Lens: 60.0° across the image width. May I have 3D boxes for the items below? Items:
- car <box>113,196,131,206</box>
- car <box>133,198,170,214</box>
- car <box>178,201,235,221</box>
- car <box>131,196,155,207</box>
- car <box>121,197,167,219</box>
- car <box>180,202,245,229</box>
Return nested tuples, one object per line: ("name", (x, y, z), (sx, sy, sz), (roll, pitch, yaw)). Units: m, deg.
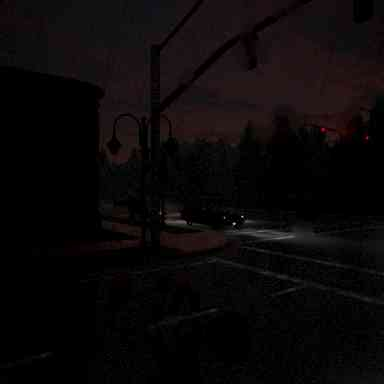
("car", (-10.561, 1.352, 51.316), (2.097, 1.767, 4.553), (0, 0, -35))
("car", (-4.532, 1.478, 36.337), (1.882, 1.535, 5.008), (0, 0, -34))
("car", (1.084, 1.547, 28.264), (2.033, 1.411, 5.357), (0, 0, -35))
("car", (-7.997, 1.505, 53.761), (1.837, 1.490, 4.892), (0, 0, -35))
("car", (-4.053, 1.492, 29.513), (2.128, 1.511, 4.902), (0, 0, -35))
("car", (1.287, 1.601, 21.875), (1.895, 1.301, 4.718), (0, 0, -35))
